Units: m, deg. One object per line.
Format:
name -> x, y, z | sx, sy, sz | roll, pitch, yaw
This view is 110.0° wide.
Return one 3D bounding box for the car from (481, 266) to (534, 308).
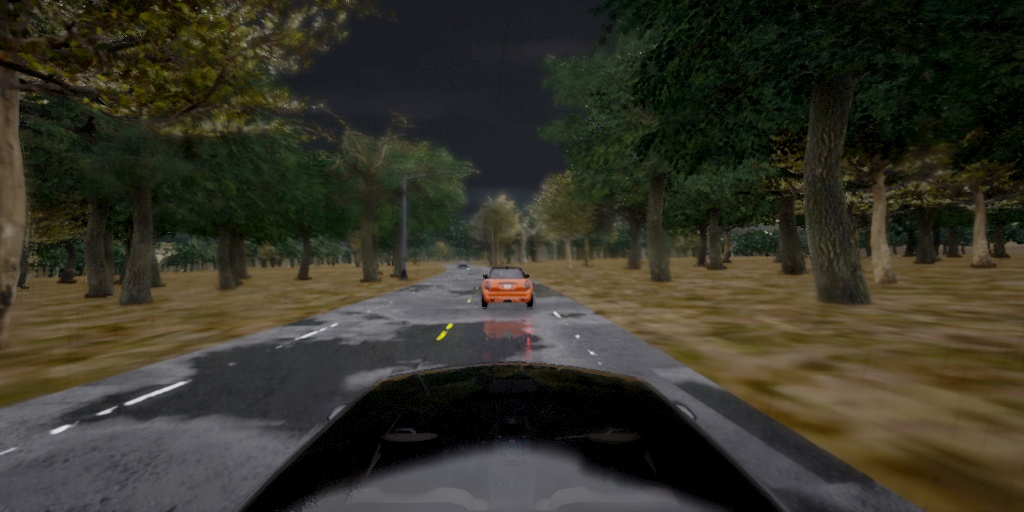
car -> -0.243, 1.224, 16.045 | 2.097, 1.767, 4.553 | 0, -1, -2
